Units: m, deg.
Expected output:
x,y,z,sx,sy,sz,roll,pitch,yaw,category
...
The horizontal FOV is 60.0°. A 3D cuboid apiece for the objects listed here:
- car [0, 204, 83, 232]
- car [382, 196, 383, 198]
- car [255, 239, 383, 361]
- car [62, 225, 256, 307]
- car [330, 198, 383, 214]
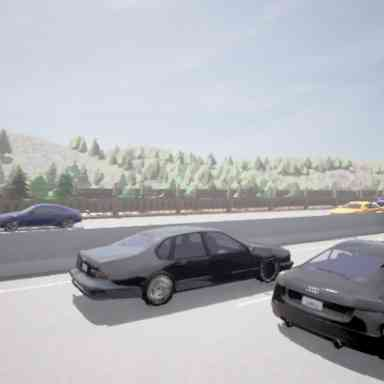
x,y,z,sx,sy,sz,roll,pitch,yaw,category
-8.720,1.427,19.109,4.674,1.442,1.812,0,0,-34,car
20.555,1.242,33.839,5.566,2.045,2.150,1,0,-32,car
3.382,1.557,5.847,4.181,1.385,1.994,0,0,-34,car
0.007,1.519,7.875,5.357,1.411,2.033,0,0,-33,car
12.132,1.466,24.284,5.008,1.535,1.882,0,0,-33,car
